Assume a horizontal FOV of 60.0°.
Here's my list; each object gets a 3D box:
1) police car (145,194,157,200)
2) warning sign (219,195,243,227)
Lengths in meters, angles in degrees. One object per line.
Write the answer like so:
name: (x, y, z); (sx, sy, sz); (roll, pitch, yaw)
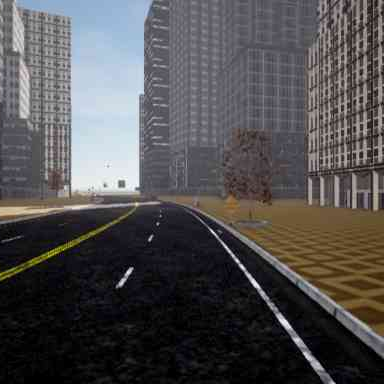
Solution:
police car: (-11.362, 1.424, 95.021); (1.930, 1.638, 5.238); (0, 0, -15)
warning sign: (2.308, 1.098, 19.872); (1.300, 1.860, 1.060); (0, 0, -3)
